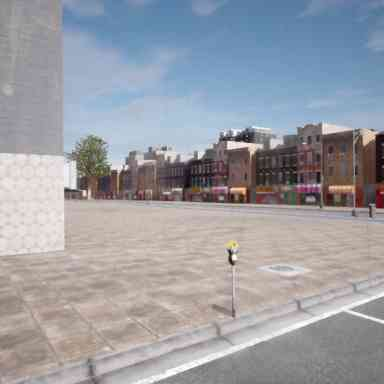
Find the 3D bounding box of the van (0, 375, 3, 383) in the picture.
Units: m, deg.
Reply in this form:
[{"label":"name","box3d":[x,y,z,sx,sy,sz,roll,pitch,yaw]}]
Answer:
[{"label":"van","box3d":[-2.678,1.342,0.917,3.998,1.788,1.690,0,0,-35]}]
